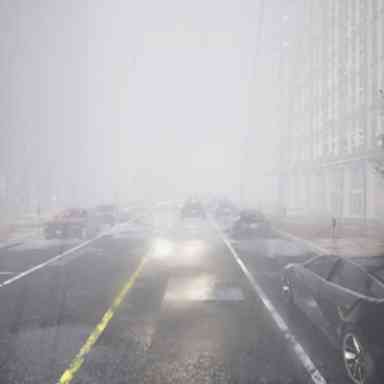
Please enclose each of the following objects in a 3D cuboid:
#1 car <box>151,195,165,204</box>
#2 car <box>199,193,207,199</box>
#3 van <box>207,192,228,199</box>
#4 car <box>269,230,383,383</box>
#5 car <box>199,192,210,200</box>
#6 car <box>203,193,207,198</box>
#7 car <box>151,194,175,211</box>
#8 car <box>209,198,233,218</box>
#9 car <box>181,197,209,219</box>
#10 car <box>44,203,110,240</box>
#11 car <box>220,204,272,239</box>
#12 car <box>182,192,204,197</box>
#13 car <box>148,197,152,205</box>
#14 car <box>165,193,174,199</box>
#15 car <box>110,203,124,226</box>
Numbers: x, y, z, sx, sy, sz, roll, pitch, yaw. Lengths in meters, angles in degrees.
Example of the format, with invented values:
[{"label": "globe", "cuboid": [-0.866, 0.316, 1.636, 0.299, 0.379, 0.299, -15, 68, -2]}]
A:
[{"label": "car", "cuboid": [-5.669, 1.209, 56.259, 2.008, 1.369, 4.403, 0, 0, 0]}, {"label": "car", "cuboid": [2.722, 0.986, 84.874, 1.752, 1.417, 4.829, 0, 0, 0]}, {"label": "van", "cuboid": [2.704, 1.147, 33.476, 1.690, 1.788, 3.998, 0, 0, 0]}, {"label": "car", "cuboid": [2.694, 1.538, 5.015, 1.947, 1.339, 4.313, 0, 0, 0]}, {"label": "car", "cuboid": [2.719, 0.858, 73.319, 2.192, 1.841, 5.009, 0, 0, 0]}, {"label": "car", "cuboid": [2.706, 1.210, 39.168, 1.967, 1.590, 4.097, 0, 0, 0]}, {"label": "car", "cuboid": [-3.083, 1.309, 37.062, 1.812, 1.442, 4.674, 0, 0, 0]}, {"label": "car", "cuboid": [2.702, 1.406, 27.783, 1.947, 1.339, 4.313, 0, 0, 0]}, {"label": "car", "cuboid": [0.108, 1.409, 27.109, 1.994, 1.385, 4.181, 0, 0, 0]}, {"label": "car", "cuboid": [-5.683, 1.452, 16.411, 1.887, 1.381, 4.507, 0, 0, 0]}, {"label": "car", "cuboid": [2.698, 1.473, 16.399, 1.947, 1.339, 4.313, 0, 0, 0]}, {"label": "car", "cuboid": [0.108, 1.099, 42.716, 2.097, 1.767, 4.553, 0, 0, 0]}, {"label": "car", "cuboid": [-5.671, 1.223, 50.395, 1.752, 1.417, 4.829, 0, 0, 0]}, {"label": "car", "cuboid": [-5.659, 1.028, 84.720, 1.947, 1.339, 4.313, 0, 0, 0]}, {"label": "car", "cuboid": [-5.681, 1.440, 22.103, 1.947, 1.339, 4.313, 0, 0, 0]}]
